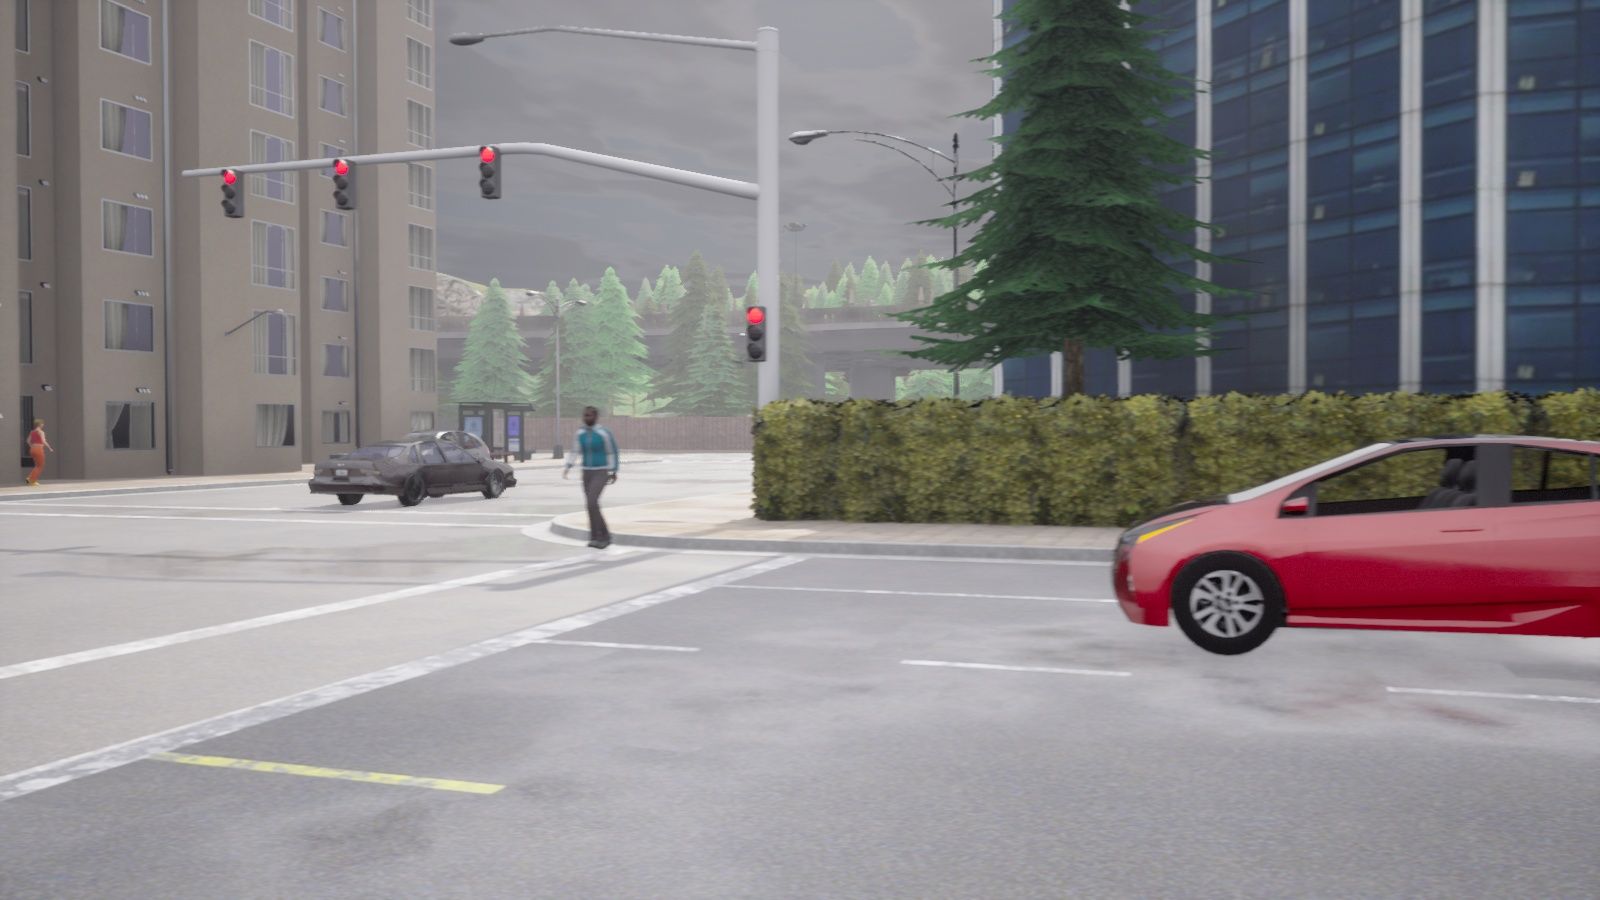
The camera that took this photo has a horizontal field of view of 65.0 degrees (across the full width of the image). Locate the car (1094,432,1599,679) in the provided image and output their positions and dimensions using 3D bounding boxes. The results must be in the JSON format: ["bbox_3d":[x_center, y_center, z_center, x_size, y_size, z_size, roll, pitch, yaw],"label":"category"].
[{"bbox_3d":[4.526,0.645,9.055,4.514,1.525,2.007,1,1,19],"label":"car"}]

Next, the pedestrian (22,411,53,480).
[{"bbox_3d":[-20.447,-0.131,33.678,0.345,1.836,0.594,1,1,26],"label":"pedestrian"}]

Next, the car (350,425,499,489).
[{"bbox_3d":[-10.049,0.144,33.908,1.851,1.617,3.988,1,1,19],"label":"car"}]

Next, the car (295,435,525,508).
[{"bbox_3d":[-8.447,0.397,27.827,2.033,1.411,5.357,1,1,20],"label":"car"}]

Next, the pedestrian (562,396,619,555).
[{"bbox_3d":[-2.599,0.306,15.594,0.396,1.930,0.692,1,1,22],"label":"pedestrian"}]
